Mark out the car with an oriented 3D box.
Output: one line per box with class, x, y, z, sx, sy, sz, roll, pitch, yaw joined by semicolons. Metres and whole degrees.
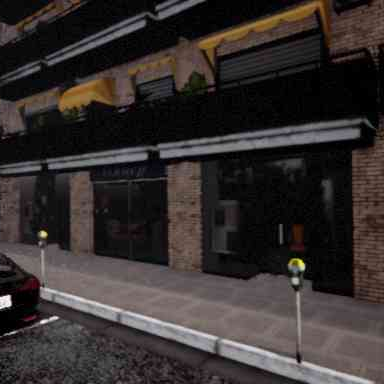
car;-4.400;1.615;5.867;4.313;1.339;1.947;0;-1;35
